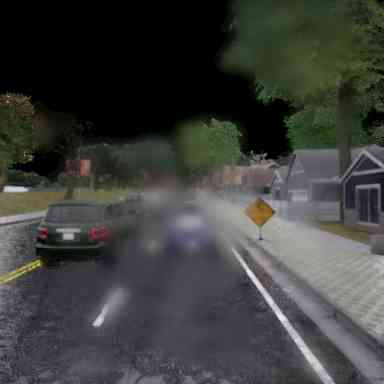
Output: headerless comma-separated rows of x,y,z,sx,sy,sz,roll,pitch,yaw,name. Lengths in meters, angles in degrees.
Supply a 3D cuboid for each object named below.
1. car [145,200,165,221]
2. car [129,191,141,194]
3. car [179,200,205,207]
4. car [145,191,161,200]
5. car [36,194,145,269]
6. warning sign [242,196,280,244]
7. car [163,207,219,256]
-3.223,1.556,26.841,1.895,1.301,4.718,0,0,1,car
-9.822,0.895,56.790,2.150,2.045,5.566,0,1,1,car
0.033,1.458,27.470,1.837,1.490,4.892,0,1,1,car
-6.575,0.895,56.795,2.150,2.045,5.566,0,1,1,car
-3.224,1.238,11.418,2.150,2.045,5.566,0,0,0,car
2.828,1.125,13.822,1.300,1.860,1.060,-1,-1,0,warning sign
0.045,1.536,13.127,1.812,1.442,4.674,0,0,1,car
